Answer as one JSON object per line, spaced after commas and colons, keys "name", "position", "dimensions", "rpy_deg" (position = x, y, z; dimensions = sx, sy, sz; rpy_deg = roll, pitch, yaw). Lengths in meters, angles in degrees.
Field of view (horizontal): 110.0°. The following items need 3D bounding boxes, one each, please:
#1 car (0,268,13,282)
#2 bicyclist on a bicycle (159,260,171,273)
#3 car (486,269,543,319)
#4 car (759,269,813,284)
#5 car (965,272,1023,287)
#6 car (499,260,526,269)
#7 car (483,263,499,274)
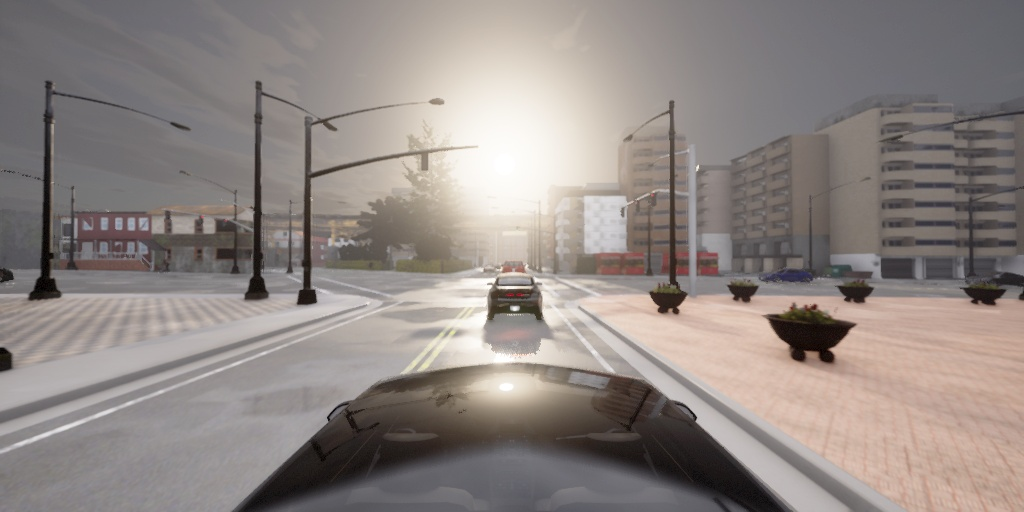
{"name": "car", "position": [-41.680, 1.148, 27.571], "dimensions": [4.553, 1.767, 2.097], "rpy_deg": [1, -1, 0]}
{"name": "bicyclist on a bicycle", "position": [-42.599, 1.282, 44.047], "dimensions": [0.582, 1.620, 1.656], "rpy_deg": [1, 0, 0]}
{"name": "car", "position": [0.101, 1.402, 13.500], "dimensions": [1.837, 1.490, 4.892], "rpy_deg": [0, -1, 0]}
{"name": "car", "position": [26.828, 1.976, 35.169], "dimensions": [4.674, 1.442, 1.812], "rpy_deg": [1, -1, 0]}
{"name": "car", "position": [47.537, 2.290, 35.194], "dimensions": [4.674, 1.442, 1.812], "rpy_deg": [1, -1, 0]}
{"name": "car", "position": [0.163, 1.403, 34.443], "dimensions": [2.150, 2.045, 5.566], "rpy_deg": [0, -1, 0]}
{"name": "car", "position": [-3.477, 1.973, 55.851], "dimensions": [2.033, 1.411, 5.357], "rpy_deg": [0, -1, 0]}
